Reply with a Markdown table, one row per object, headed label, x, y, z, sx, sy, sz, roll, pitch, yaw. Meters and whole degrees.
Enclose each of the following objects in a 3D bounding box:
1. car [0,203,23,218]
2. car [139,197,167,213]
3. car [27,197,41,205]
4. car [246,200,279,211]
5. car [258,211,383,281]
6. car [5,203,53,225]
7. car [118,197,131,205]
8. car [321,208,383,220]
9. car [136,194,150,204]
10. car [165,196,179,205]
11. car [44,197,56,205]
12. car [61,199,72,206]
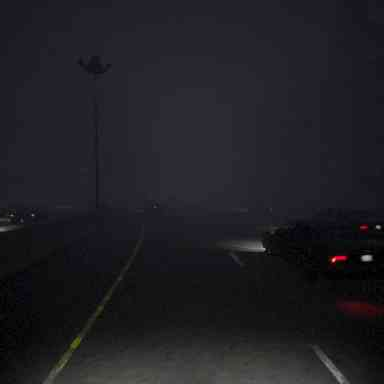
| label | x | y | z | sx | sy | sz | roll | pitch | yaw |
| --- | --- | --- | --- | --- | --- | --- | --- | --- | --- |
| car | -18.149 | 1.862 | 34.314 | 2.033 | 1.411 | 5.357 | -1 | 0 | -13 |
| car | -4.492 | 1.649 | 37.960 | 1.994 | 1.385 | 4.181 | -1 | 0 | -14 |
| car | -35.313 | 1.985 | 74.483 | 2.128 | 1.511 | 4.902 | -1 | 0 | -19 |
| car | 7.439 | 1.483 | 35.665 | 1.895 | 1.301 | 4.718 | -1 | 0 | -14 |
| car | 3.595 | 1.489 | 9.706 | 2.033 | 1.411 | 5.357 | -1 | 0 | -4 |
| car | -12.987 | 1.826 | 26.839 | 1.895 | 1.301 | 4.718 | -1 | 0 | -10 |
| car | -13.064 | 1.740 | 64.478 | 1.837 | 1.490 | 4.892 | -1 | 0 | -20 |
| car | 6.952 | 1.433 | 15.488 | 2.033 | 1.411 | 5.357 | -1 | 0 | -8 |
| car | -9.511 | 1.396 | 65.075 | 2.150 | 2.045 | 5.566 | -1 | 0 | -21 |
| car | -4.026 | 1.433 | 60.207 | 2.097 | 1.767 | 4.553 | -1 | 0 | -20 |
| car | -30.622 | 1.849 | 71.621 | 2.097 | 1.767 | 4.553 | -1 | 0 | -19 |
| car | -25.035 | 2.022 | 66.353 | 1.895 | 1.301 | 4.718 | -1 | 0 | -20 |
